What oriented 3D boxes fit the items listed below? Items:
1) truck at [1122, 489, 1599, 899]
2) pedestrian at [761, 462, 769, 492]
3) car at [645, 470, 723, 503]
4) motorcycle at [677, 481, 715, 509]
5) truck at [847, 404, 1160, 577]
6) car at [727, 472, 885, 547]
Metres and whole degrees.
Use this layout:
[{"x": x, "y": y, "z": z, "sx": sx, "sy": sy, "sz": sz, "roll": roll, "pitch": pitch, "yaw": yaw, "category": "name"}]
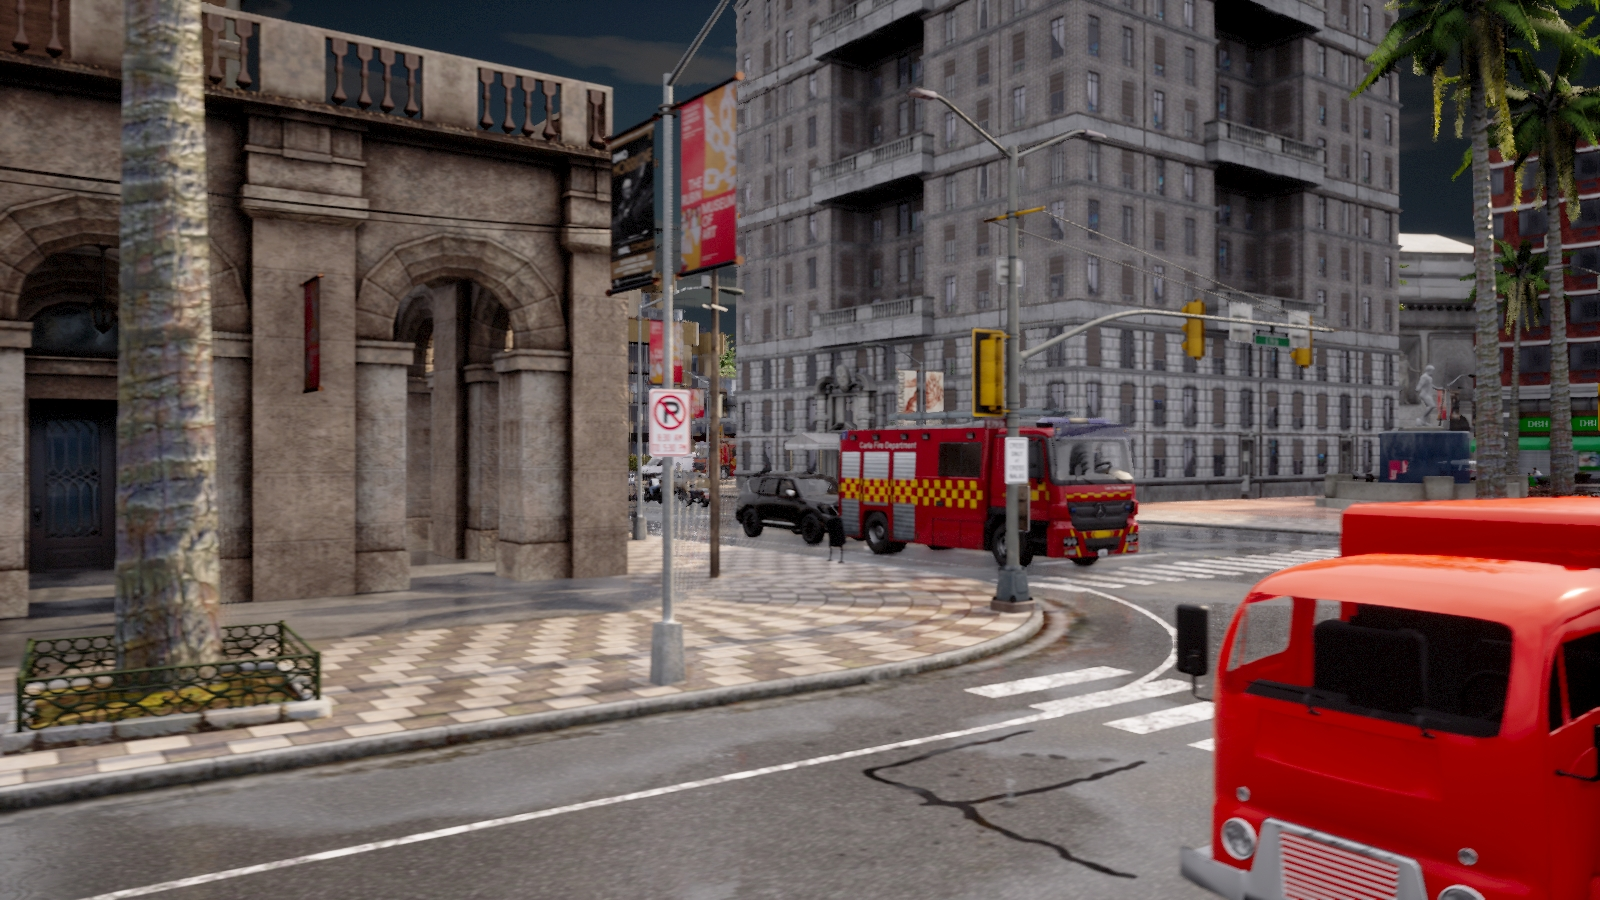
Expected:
[{"x": 4.781, "y": 1.568, "z": 7.120, "sx": 5.204, "sy": 2.467, "sz": 2.627, "roll": 0, "pitch": 0, "yaw": -35, "category": "truck"}, {"x": -2.217, "y": 1.697, "z": 72.193, "sx": 0.375, "sy": 1.860, "sz": 0.375, "roll": 0, "pitch": 0, "yaw": -39, "category": "pedestrian"}, {"x": -6.508, "y": 1.993, "z": 63.452, "sx": 2.152, "sy": 1.651, "sz": 5.027, "roll": 0, "pitch": 0, "yaw": -35, "category": "car"}, {"x": -5.063, "y": 2.171, "z": 55.562, "sx": 0.764, "sy": 1.277, "sz": 2.356, "roll": 0, "pitch": 0, "yaw": -35, "category": "motorcycle"}, {"x": 4.898, "y": 0.891, "z": 29.539, "sx": 2.891, "sy": 3.827, "sz": 8.468, "roll": 0, "pitch": 0, "yaw": -34, "category": "truck"}, {"x": 0.084, "y": 1.780, "z": 36.059, "sx": 2.150, "sy": 2.045, "sz": 5.566, "roll": 0, "pitch": 0, "yaw": -35, "category": "car"}]
